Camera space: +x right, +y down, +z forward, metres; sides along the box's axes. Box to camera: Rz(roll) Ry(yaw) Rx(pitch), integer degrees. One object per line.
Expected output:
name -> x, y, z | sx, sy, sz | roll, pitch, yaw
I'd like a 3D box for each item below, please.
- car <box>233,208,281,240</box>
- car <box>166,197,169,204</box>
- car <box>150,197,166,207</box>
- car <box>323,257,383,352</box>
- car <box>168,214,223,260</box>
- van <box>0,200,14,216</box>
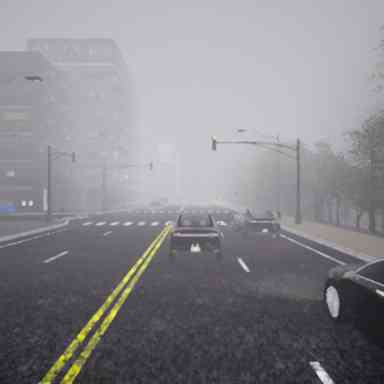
car -> 3.371, 1.612, 17.879 | 2.128, 1.511, 4.902 | 0, 0, -1
car -> -6.419, 1.895, 76.256 | 2.097, 1.767, 4.553 | 0, 0, 0
car -> -6.467, 2.026, 60.945 | 1.895, 1.301, 4.718 | 0, 0, 1
car -> 3.350, 1.534, 4.320 | 1.837, 1.490, 4.892 | 0, -1, 0
car -> 0.113, 1.578, 12.777 | 2.128, 1.511, 4.902 | 0, 0, 0
van -> -22.690, 1.862, 38.234 | 3.998, 1.788, 1.690 | -1, 1, -1
